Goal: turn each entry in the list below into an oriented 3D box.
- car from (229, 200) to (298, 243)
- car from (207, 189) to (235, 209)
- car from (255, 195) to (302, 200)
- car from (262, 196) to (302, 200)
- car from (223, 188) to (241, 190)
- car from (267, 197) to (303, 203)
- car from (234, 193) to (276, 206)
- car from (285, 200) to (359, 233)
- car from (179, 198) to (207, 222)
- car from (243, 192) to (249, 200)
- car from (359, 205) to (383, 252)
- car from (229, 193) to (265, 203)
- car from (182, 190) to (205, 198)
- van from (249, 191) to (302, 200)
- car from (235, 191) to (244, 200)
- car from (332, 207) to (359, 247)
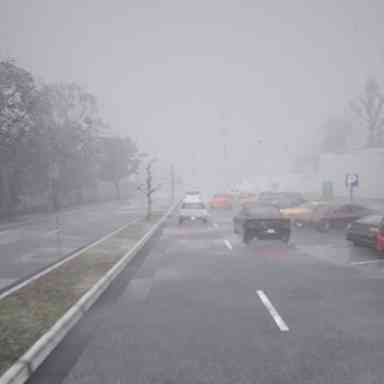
[{"bbox_3d":[3.083,1.361,15.478,1.882,1.535,5.008,0,1,0],"label":"car"},{"bbox_3d":[3.059,0.908,36.425,2.097,1.767,4.553,0,1,0],"label":"car"},{"bbox_3d":[8.034,1.252,27.610,4.674,1.452,2.002,0,1,-20],"label":"car"},{"bbox_3d":[8.068,1.291,24.638,4.792,1.488,2.163,0,1,-20],"label":"car"},{"bbox_3d":[8.015,0.629,57.428,4.892,1.521,2.231,0,1,-20],"label":"car"},{"bbox_3d":[7.874,1.296,21.568,5.366,1.575,1.946,1,1,-20],"label":"car"},{"bbox_3d":[8.048,0.949,42.538,4.792,1.488,2.163,0,1,-20],"label":"car"},{"bbox_3d":[8.021,1.367,18.641,4.792,1.488,2.163,1,1,-20],"label":"car"},{"bbox_3d":[0.073,1.382,23.787,1.895,1.301,4.718,0,1,0],"label":"car"},{"bbox_3d":[8.004,0.980,33.565,4.553,1.767,2.185,0,1,-20],"label":"car"},{"bbox_3d":[8.089,1.172,9.711,5.566,2.045,2.435,1,0,-20],"label":"car"},{"bbox_3d":[8.011,0.835,48.490,4.674,1.452,2.002,0,1,-20],"label":"car"},{"bbox_3d":[0.057,0.713,39.625,2.150,2.045,5.566,0,2,0],"label":"car"},{"bbox_3d":[7.930,0.937,30.537,4.442,1.987,1.878,0,2,-20],"label":"van"},{"bbox_3d":[7.852,0.979,39.476,5.366,1.575,1.946,0,2,-20],"label":"car"},{"bbox_3d":[8.052,1.437,12.684,4.674,1.452,2.002,1,0,-20],"label":"car"}]
